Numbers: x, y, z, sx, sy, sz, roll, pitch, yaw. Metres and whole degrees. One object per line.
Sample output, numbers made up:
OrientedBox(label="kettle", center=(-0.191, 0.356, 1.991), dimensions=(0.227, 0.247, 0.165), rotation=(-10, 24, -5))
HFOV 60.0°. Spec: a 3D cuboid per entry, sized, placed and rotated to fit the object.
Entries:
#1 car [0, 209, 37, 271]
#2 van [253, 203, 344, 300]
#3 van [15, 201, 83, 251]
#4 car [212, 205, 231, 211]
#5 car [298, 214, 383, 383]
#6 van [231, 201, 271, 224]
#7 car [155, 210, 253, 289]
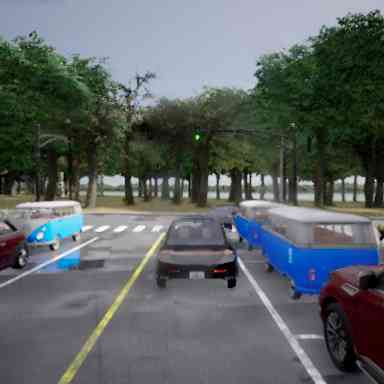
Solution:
OrientedBox(label="car", center=(-5.761, 1.407, 8.051), dimensions=(1.967, 1.590, 4.097), rotation=(0, 0, 0))
OrientedBox(label="van", center=(2.764, 1.307, 8.048), dimensions=(1.690, 1.788, 3.998), rotation=(0, 0, 0))
OrientedBox(label="van", center=(-5.760, 1.285, 13.489), dimensions=(1.690, 1.788, 3.998), rotation=(0, 0, 0))
OrientedBox(label="car", center=(2.309, 1.498, 20.706), dimensions=(1.994, 1.385, 4.181), rotation=(0, 0, 30))
OrientedBox(label="car", center=(2.762, 1.304, 2.611), dimensions=(2.192, 1.841, 5.009), rotation=(0, 0, 0))
OrientedBox(label="van", center=(2.765, 1.285, 13.486), dimensions=(1.690, 1.788, 3.998), rotation=(0, 0, 0))
OrientedBox(label="car", center=(0.100, 1.451, 9.070), dimensions=(2.128, 1.511, 4.902), rotation=(0, 0, 0))
